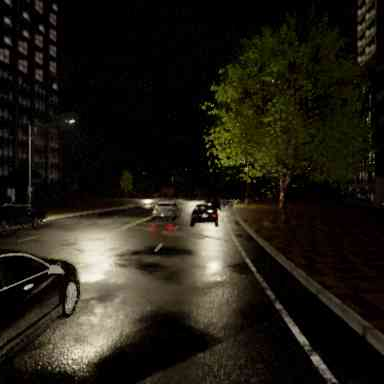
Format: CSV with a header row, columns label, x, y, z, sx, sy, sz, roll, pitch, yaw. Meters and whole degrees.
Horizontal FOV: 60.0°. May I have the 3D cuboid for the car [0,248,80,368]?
label,x,y,z,sx,sy,sz,roll,pitch,yaw
car,-3.074,1.496,4.455,1.837,1.490,4.892,0,0,1

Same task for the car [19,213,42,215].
label,x,y,z,sx,sy,sz,roll,pitch,yaw
car,-9.330,1.282,16.678,1.895,1.301,4.718,0,0,3

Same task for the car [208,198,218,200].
label,x,y,z,sx,sy,sz,roll,pitch,yaw
car,2.602,1.483,41.065,1.812,1.442,4.674,0,0,7

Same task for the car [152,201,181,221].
label,x,y,z,sx,sy,sz,roll,pitch,yaw
car,-2.025,1.490,27.025,1.812,1.442,4.674,0,0,4

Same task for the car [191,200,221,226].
label,x,y,z,sx,sy,sz,roll,pitch,yaw
car,0.923,1.519,23.033,2.033,1.411,5.357,0,0,4
